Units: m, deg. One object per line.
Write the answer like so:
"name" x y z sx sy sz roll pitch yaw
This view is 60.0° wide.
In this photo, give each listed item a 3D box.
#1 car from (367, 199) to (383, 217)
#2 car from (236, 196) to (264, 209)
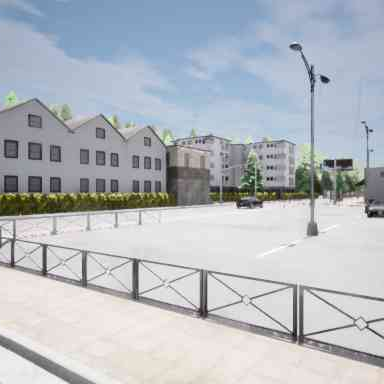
"car" 15.416 1.298 26.814 2.007 1.523 4.514 0 0 35
"car" 7.360 1.286 41.957 1.882 1.535 5.008 0 0 35
